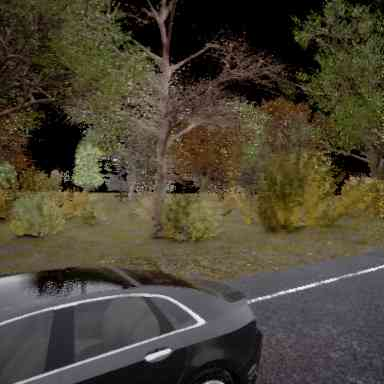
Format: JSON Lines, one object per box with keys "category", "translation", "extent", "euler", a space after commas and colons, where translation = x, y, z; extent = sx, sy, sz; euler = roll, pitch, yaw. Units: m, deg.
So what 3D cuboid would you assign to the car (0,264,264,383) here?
{"category": "car", "translation": [-1.517, 1.507, 2.788], "extent": [4.892, 1.490, 1.837], "euler": [0, 0, -36]}
